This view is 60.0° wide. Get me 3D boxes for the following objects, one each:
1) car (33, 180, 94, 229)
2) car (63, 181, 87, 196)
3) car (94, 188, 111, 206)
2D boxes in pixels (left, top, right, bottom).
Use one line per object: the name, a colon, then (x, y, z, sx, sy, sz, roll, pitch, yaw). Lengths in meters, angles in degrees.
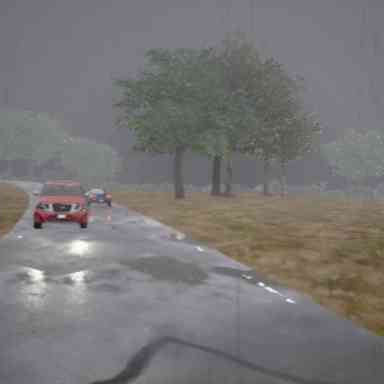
car: (-6.261, 0.495, 16.012, 2.150, 2.045, 5.566, 2, 2, -22)
car: (-14.094, -0.450, 39.904, 1.837, 1.490, 4.892, 2, 3, -29)
car: (-7.922, 0.354, 27.668, 1.812, 1.442, 4.674, 2, 2, -25)
